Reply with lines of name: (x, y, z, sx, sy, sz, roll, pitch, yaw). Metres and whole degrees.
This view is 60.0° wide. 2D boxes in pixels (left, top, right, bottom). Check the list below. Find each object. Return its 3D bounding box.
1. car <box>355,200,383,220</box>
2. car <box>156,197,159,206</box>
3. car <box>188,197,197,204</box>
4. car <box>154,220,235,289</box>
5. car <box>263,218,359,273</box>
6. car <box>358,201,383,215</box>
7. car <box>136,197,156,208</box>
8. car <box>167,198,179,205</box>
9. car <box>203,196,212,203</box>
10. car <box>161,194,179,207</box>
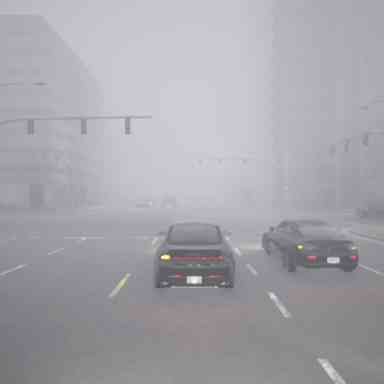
car: (16.451, 1.431, 28.206, 4.553, 1.767, 2.097, 0, 0, 1)
car: (-7.055, 1.646, 59.831, 1.882, 1.535, 5.008, 0, 0, 0)
car: (0.110, 1.755, 68.703, 1.994, 1.385, 4.181, 0, 0, 0)
car: (0.065, 1.532, 9.198, 1.837, 1.490, 4.892, 0, 0, 0)
car: (3.572, 1.556, 10.675, 1.812, 1.442, 4.674, 0, 0, 0)
car: (20.855, 1.646, 35.360, 5.357, 1.411, 2.033, 0, 0, 1)
car: (-7.085, 1.688, 50.008, 2.033, 1.411, 5.357, 0, 0, 0)
car: (-3.534, 1.779, 63.220, 1.895, 1.301, 4.718, 0, 0, 1)
car: (3.523, 1.710, 74.599, 1.837, 1.490, 4.892, 0, 0, 0)
car: (-3.589, 1.371, 53.248, 2.150, 2.045, 5.566, 0, 0, 1)
